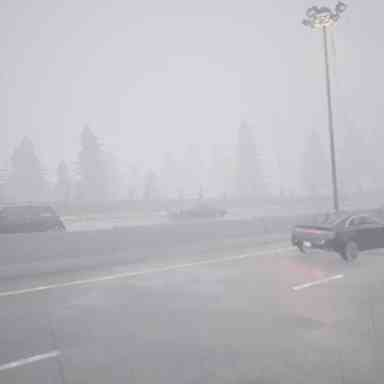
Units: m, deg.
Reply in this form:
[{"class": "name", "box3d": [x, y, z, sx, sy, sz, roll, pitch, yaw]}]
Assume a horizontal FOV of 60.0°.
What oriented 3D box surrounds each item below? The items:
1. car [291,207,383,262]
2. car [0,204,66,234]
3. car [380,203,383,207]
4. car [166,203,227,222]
[{"class": "car", "box3d": [5.683, 1.465, 12.100, 4.902, 1.511, 2.128, 0, 0, -36]}, {"class": "car", "box3d": [-8.300, 1.358, 15.266, 4.553, 1.767, 2.097, 0, 0, -35]}, {"class": "car", "box3d": [23.528, 1.395, 37.938, 5.357, 1.411, 2.033, -1, 1, -35]}, {"class": "car", "box3d": [0.350, 1.565, 25.732, 4.718, 1.301, 1.895, 0, 0, -35]}]
